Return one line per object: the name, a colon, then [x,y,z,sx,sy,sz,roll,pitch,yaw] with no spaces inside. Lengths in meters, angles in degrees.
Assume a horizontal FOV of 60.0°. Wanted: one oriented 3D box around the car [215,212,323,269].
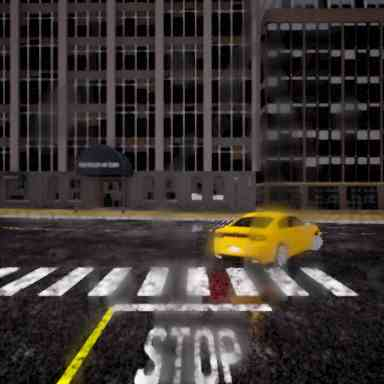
car: [2.736,1.420,11.189,1.882,1.535,5.008,-1,0,39]
